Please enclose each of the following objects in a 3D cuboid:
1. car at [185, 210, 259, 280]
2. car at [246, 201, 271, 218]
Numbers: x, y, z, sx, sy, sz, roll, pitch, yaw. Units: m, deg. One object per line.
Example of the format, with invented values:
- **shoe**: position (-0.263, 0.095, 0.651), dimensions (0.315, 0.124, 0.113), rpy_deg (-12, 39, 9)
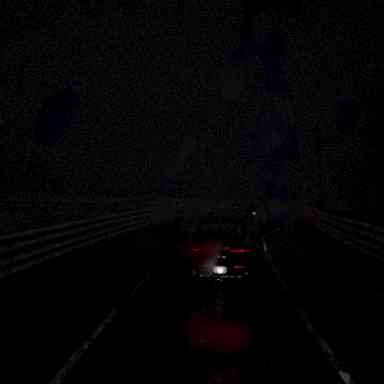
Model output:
- **car**: position (0.937, 1.528, 10.045), dimensions (1.837, 1.490, 4.892), rpy_deg (0, 0, 7)
- **car**: position (6.330, 1.662, 31.732), dimensions (1.837, 1.490, 4.892), rpy_deg (-1, -1, 19)
